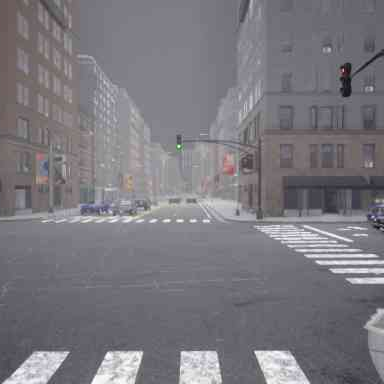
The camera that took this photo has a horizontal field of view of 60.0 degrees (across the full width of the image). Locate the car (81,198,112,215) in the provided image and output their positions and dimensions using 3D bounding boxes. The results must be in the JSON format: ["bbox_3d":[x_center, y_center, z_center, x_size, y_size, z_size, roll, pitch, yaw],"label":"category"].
[{"bbox_3d":[-9.879,1.484,34.193,1.882,1.535,5.008,0,0,0],"label":"car"}]

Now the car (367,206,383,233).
[{"bbox_3d":[11.630,1.524,16.506,4.718,1.301,1.895,0,0,-1],"label":"car"}]

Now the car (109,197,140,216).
[{"bbox_3d":[-6.635,1.532,33.306,1.812,1.442,4.674,0,0,-2],"label":"car"}]

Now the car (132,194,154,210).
[{"bbox_3d":[-6.646,1.235,43.008,2.150,2.045,5.566,0,0,0],"label":"car"}]

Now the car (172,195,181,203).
[{"bbox_3d":[-3.344,1.468,73.171,1.882,1.535,5.008,0,0,0],"label":"car"}]

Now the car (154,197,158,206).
[{"bbox_3d":[-6.661,1.515,53.792,2.128,1.511,4.902,0,0,0],"label":"car"}]

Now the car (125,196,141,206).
[{"bbox_3d":[-9.911,1.526,56.256,1.837,1.490,4.892,0,2,0],"label":"car"}]

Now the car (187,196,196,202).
[{"bbox_3d":[-0.094,1.543,73.175,1.994,1.385,4.181,0,0,0],"label":"car"}]

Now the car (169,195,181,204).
[{"bbox_3d":[-3.331,1.512,62.755,1.882,1.535,5.008,0,0,0],"label":"car"}]

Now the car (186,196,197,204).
[{"bbox_3d":[-0.081,1.512,62.725,1.882,1.535,5.008,0,0,0],"label":"car"}]

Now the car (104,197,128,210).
[{"bbox_3d":[-9.894,1.506,43.696,2.128,1.511,4.902,0,0,0],"label":"car"}]
